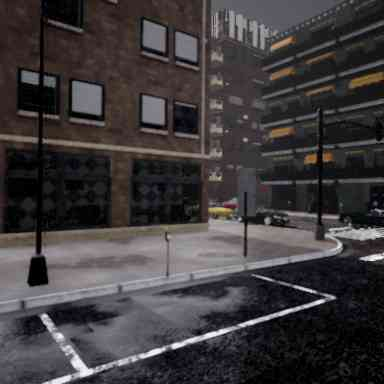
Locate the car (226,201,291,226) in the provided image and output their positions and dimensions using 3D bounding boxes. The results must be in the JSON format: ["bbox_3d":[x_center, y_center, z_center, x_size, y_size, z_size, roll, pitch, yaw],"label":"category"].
[{"bbox_3d":[4.801,1.554,23.188,2.008,1.369,4.403,2,0,-36],"label":"car"}]

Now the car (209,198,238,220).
[{"bbox_3d":[1.620,1.453,27.548,1.752,1.417,4.829,2,0,-36],"label":"car"}]

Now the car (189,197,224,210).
[{"bbox_3d":[1.742,1.432,41.594,2.008,1.369,4.403,2,0,-36],"label":"car"}]

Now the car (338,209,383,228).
[{"bbox_3d":[12.115,1.774,21.662,1.895,1.301,4.718,1,1,-37],"label":"car"}]
